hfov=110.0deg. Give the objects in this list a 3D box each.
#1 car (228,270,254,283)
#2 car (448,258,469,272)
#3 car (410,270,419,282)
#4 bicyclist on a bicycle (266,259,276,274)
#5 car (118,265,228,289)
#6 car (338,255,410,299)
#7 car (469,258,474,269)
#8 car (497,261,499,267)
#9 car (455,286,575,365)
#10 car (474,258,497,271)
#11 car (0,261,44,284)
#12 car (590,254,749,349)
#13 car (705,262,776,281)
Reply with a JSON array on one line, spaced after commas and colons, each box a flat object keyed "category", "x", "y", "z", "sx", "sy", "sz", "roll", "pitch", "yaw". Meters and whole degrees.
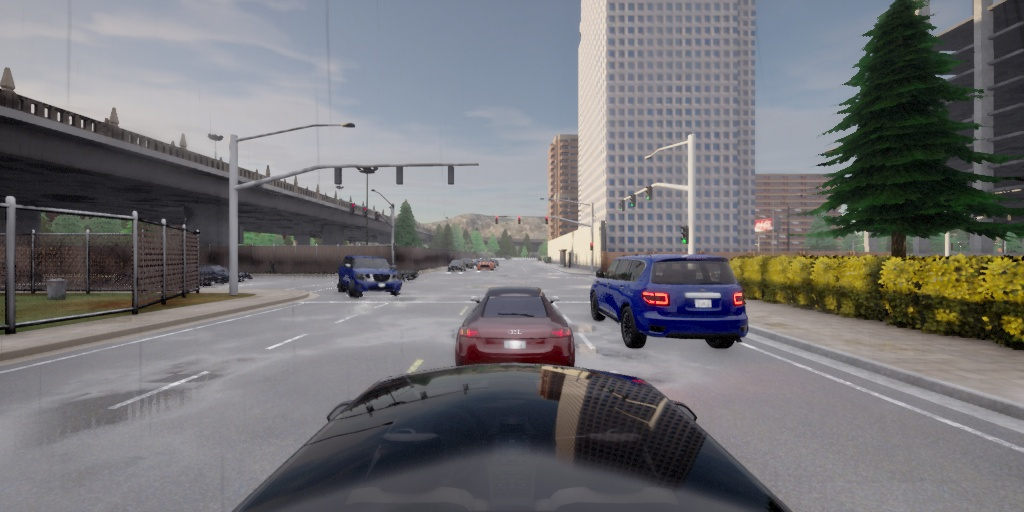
[{"category": "car", "x": -22.434, "y": 1.353, "z": 26.659, "sx": 5.357, "sy": 1.411, "sz": 2.033, "roll": 0, "pitch": 0, "yaw": 0}, {"category": "car", "x": -7.103, "y": 1.255, "z": 46.673, "sx": 1.837, "sy": 1.490, "sz": 4.892, "roll": 0, "pitch": 0, "yaw": 0}, {"category": "car", "x": -9.577, "y": 1.377, "z": 27.560, "sx": 4.718, "sy": 1.301, "sz": 1.895, "roll": 0, "pitch": 0, "yaw": -13}, {"category": "bicyclist on a bicycle", "x": -25.305, "y": 1.106, "z": 37.634, "sx": 0.582, "sy": 1.620, "sz": 1.656, "roll": 0, "pitch": 0, "yaw": 0}, {"category": "car", "x": -21.970, "y": 1.353, "z": 23.161, "sx": 5.357, "sy": 1.411, "sz": 2.033, "roll": 0, "pitch": 0, "yaw": 0}, {"category": "car", "x": -7.472, "y": 0.987, "z": 18.611, "sx": 2.150, "sy": 2.045, "sz": 5.566, "roll": 3, "pitch": -2, "yaw": -35}, {"category": "car", "x": -7.101, "y": 1.102, "z": 55.557, "sx": 2.097, "sy": 1.767, "sz": 4.553, "roll": 0, "pitch": 0, "yaw": 0}, {"category": "car", "x": -3.595, "y": 1.242, "z": 58.888, "sx": 2.128, "sy": 1.511, "sz": 4.902, "roll": 0, "pitch": 0, "yaw": 0}, {"category": "car", "x": 0.062, "y": 1.314, "z": 7.447, "sx": 1.994, "sy": 1.385, "sz": 4.181, "roll": 0, "pitch": 0, "yaw": 0}, {"category": "car", "x": -3.597, "y": 1.102, "z": 49.816, "sx": 2.097, "sy": 1.767, "sz": 4.553, "roll": 0, "pitch": 0, "yaw": 0}, {"category": "car", "x": -38.012, "y": 1.158, "z": 26.630, "sx": 4.553, "sy": 1.767, "sz": 2.097, "roll": 0, "pitch": 0, "yaw": 0}, {"category": "car", "x": 3.567, "y": 0.971, "z": 9.313, "sx": 2.150, "sy": 2.045, "sz": 5.566, "roll": 0, "pitch": 0, "yaw": 1}, {"category": "car", "x": 19.301, "y": 1.310, "z": 30.455, "sx": 4.892, "sy": 1.490, "sz": 1.837, "roll": 0, "pitch": 0, "yaw": 0}]
